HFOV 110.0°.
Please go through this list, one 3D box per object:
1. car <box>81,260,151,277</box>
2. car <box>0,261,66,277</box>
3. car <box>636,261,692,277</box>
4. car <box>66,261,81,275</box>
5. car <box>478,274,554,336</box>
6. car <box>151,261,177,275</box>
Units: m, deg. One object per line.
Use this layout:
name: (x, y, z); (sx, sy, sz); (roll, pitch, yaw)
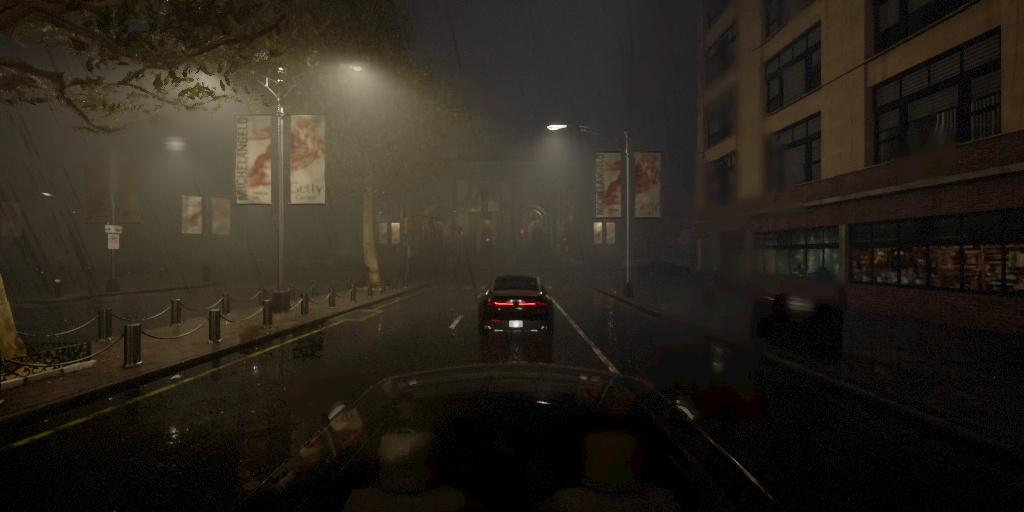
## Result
car: (-38.407, 1.314, 34.877); (4.181, 1.385, 1.994); (0, 0, 0)
car: (-47.267, 1.255, 34.907); (4.892, 1.490, 1.837); (0, 0, -1)
car: (14.466, 1.227, 34.267); (5.008, 1.535, 1.882); (0, 0, 1)
car: (-48.153, 1.241, 38.414); (4.902, 1.511, 2.128); (0, 0, 0)
car: (0.122, 1.255, 10.365); (1.837, 1.490, 4.892); (0, 0, 1)
car: (-38.903, 1.228, 38.383); (5.008, 1.535, 1.882); (0, 0, 0)
